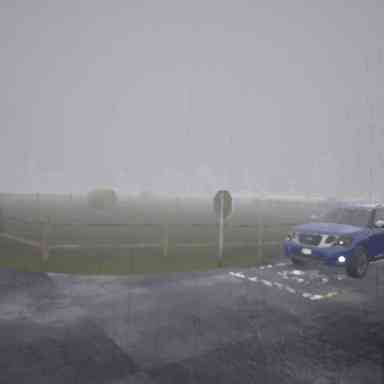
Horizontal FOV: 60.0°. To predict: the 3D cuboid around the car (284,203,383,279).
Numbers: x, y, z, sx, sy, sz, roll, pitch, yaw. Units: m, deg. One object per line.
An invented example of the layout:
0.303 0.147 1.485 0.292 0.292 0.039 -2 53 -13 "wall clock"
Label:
5.481 1.401 11.040 5.566 2.045 2.150 2 0 -36 "car"
